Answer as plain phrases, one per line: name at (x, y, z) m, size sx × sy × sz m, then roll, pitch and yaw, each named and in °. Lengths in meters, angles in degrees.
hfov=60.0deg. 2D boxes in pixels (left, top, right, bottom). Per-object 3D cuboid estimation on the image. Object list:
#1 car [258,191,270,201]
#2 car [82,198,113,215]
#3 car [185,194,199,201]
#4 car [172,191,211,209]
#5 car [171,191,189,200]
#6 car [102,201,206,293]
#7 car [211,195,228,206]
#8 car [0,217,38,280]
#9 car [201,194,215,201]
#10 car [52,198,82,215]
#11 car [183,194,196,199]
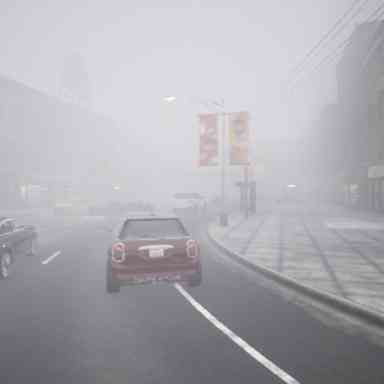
car at (18.605, 0.829, 86.979) m, size 2.231 × 1.521 × 4.892 m, roll 0°, pitch 0°, yaw 25°
car at (-7.881, 1.394, 30.822) m, size 1.994 × 1.385 × 4.181 m, roll 0°, pitch 0°, yaw 15°
car at (0.014, 1.081, 71.350) m, size 1.994 × 1.385 × 4.181 m, roll 0°, pitch 0°, yaw 16°
car at (-0.176, 1.004, 32.542) m, size 2.150 × 2.045 × 5.566 m, roll 0°, pitch 0°, yaw 18°
car at (-2.520, 0.756, 73.598) m, size 2.435 × 2.045 × 5.566 m, roll 0°, pitch 0°, yaw 15°
car at (-1.263, 1.295, 9.064) m, size 2.097 × 1.767 × 4.553 m, roll 0°, pitch 0°, yaw -14°
car at (3.804, 1.179, 47.049) m, size 1.837 × 1.490 × 4.892 m, roll 0°, pitch 1°, yaw 19°
car at (-5.872, 1.452, 9.595) m, size 2.128 × 1.511 × 4.902 m, roll 0°, pitch 0°, yaw -13°
car at (3.376, 1.073, 70.377) m, size 1.994 × 1.385 × 4.181 m, roll 0°, pitch 0°, yaw 16°
car at (-11.248, 1.316, 31.779) m, size 1.882 × 1.535 × 5.008 m, roll 0°, pitch 0°, yaw 15°
car at (-0.549, 1.067, 80.729) m, size 1.895 × 1.301 × 4.718 m, roll 0°, pitch 0°, yaw 15°
